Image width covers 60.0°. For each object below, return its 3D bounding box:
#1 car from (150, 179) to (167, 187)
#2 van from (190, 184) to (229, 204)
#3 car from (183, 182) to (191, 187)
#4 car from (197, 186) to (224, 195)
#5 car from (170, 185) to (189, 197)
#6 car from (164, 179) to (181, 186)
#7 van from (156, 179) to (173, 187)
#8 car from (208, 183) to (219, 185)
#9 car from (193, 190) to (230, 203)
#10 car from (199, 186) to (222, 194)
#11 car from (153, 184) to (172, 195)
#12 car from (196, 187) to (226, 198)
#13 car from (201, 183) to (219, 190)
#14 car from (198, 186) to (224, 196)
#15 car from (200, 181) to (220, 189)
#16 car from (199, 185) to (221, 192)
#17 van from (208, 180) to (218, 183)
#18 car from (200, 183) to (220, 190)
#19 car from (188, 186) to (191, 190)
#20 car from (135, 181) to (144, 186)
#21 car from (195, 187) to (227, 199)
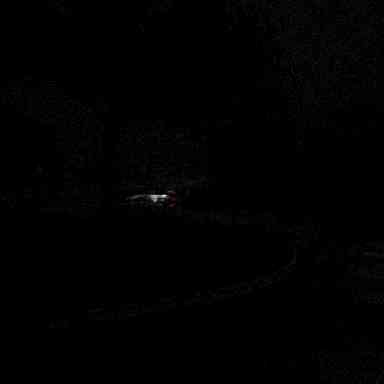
[{"bbox_3d":[-8.421,-2.182,86.560,5.566,2.045,2.435,3,3,3],"label":"car"},{"bbox_3d":[2.390,0.446,42.510,4.442,1.987,1.878,3,3,3],"label":"van"},{"bbox_3d":[-0.869,-1.028,77.387,1.895,1.301,4.718,3,3,3],"label":"car"},{"bbox_3d":[3.588,-0.334,64.667,5.008,1.535,2.097,3,3,3],"label":"car"},{"bbox_3d":[-1.947,0.058,53.620,1.895,1.301,4.718,3,3,3],"label":"car"},{"bbox_3d":[-4.308,-1.247,73.317,2.097,1.767,4.553,3,3,3],"label":"car"},{"bbox_3d":[-7.862,-2.527,94.946,4.442,1.987,1.878,3,3,3],"label":"van"},{"bbox_3d":[3.356,-0.206,59.121,4.553,1.767,2.185,3,3,3],"label":"car"},{"bbox_3d":[2.661,0.581,45.282,4.792,1.488,2.163,3,3,3],"label":"car"},{"bbox_3d":[3.725,-0.419,67.440,4.674,1.452,2.002,3,3,3],"label":"car"},{"bbox_3d":[-5.157,-0.280,57.549,1.895,1.301,4.718,3,3,3],"label":"car"},{"bbox_3d":[3.187,0.044,56.358,5.008,1.535,2.097,3,3,3],"label":"car"},{"bbox_3d":[4.967,-1.581,92.361,5.008,1.535,2.097,3,3,3],"label":"car"},{"bbox_3d":[3.451,-0.168,61.899,4.674,1.452,2.002,3,3,3],"label":"car"},{"bbox_3d":[5.082,-1.959,95.120,5.566,2.045,2.435,3,3,3],"label":"car"},{"bbox_3d":[4.110,-0.805,75.747,4.792,1.488,2.163,3,3,3],"label":"car"},{"bbox_3d":[3.993,-0.803,70.190,4.442,1.987,1.878,3,3,3],"label":"van"},{"bbox_3d":[4.695,-1.331,86.822,4.892,1.521,2.231,3,3,3],"label":"car"},{"bbox_3d":[2.585,0.411,48.062,5.366,1.575,1.946,3,3,3],"label":"car"},{"bbox_3d":[-14.015,-2.296,89.053,1.837,1.490,4.892,3,3,3],"label":"car"},{"bbox_3d":[3.039,0.171,53.590,4.892,1.521,2.231,3,3,3],"label":"car"}]
